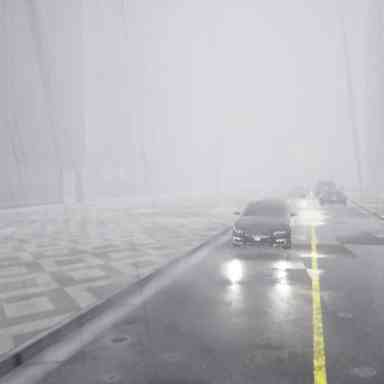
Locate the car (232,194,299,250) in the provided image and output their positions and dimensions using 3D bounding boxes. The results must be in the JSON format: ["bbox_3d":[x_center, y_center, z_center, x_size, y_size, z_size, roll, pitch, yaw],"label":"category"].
[{"bbox_3d":[2.759,1.034,12.168,1.837,1.490,4.892,0,3,20],"label":"car"}]

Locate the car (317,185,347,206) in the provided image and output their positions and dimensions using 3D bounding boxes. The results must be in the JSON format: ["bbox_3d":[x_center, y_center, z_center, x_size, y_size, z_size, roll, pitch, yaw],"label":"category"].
[{"bbox_3d":[11.835,0.411,28.046,1.994,1.385,4.181,0,2,19],"label":"car"}]

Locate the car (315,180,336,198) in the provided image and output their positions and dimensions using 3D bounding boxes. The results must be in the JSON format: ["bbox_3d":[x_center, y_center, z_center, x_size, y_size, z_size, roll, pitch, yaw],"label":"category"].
[{"bbox_3d":[15.701,-0.369,39.093,2.150,2.045,5.566,0,3,20],"label":"car"}]

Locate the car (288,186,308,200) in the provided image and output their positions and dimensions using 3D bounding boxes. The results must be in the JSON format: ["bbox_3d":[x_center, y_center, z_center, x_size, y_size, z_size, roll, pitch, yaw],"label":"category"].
[{"bbox_3d":[11.686,0.066,36.835,1.812,1.442,4.674,0,2,20],"label":"car"}]
